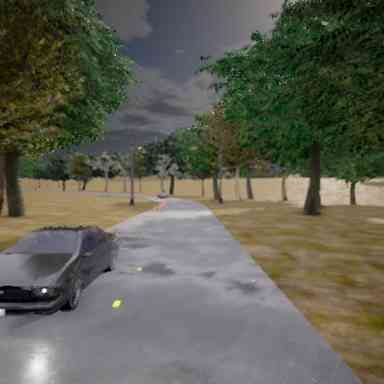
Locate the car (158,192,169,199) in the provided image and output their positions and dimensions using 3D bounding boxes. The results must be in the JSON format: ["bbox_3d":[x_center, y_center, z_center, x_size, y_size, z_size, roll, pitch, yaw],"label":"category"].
[{"bbox_3d":[-6.485,0.847,75.543,1.882,1.535,5.008,-1,1,-17],"label":"car"}]

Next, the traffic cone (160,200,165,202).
[{"bbox_3d":[-4.186,1.745,47.214,0.340,0.580,0.340,0,0,-1],"label":"traffic cone"}]

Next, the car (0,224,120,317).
[{"bbox_3d":[-3.097,1.522,7.938,2.033,1.411,5.357,0,0,0],"label":"car"}]
